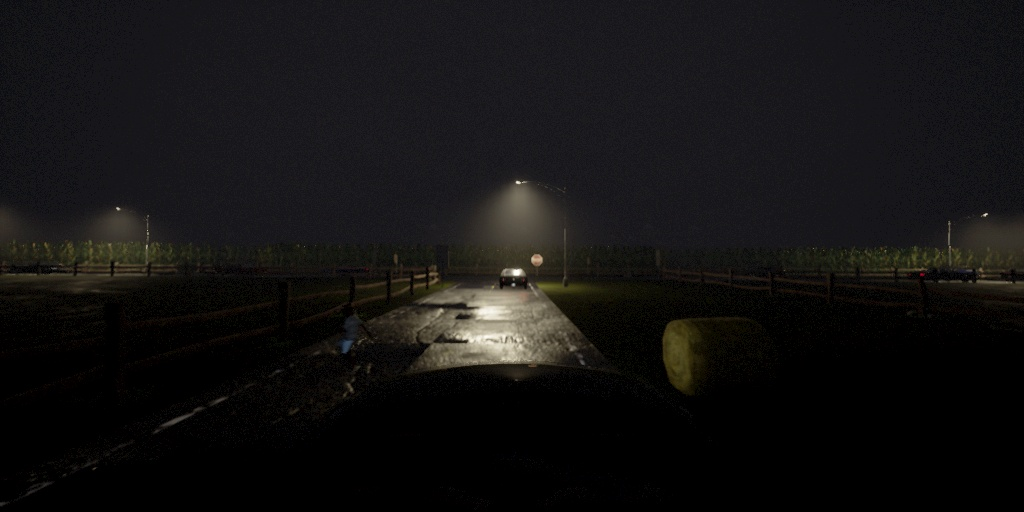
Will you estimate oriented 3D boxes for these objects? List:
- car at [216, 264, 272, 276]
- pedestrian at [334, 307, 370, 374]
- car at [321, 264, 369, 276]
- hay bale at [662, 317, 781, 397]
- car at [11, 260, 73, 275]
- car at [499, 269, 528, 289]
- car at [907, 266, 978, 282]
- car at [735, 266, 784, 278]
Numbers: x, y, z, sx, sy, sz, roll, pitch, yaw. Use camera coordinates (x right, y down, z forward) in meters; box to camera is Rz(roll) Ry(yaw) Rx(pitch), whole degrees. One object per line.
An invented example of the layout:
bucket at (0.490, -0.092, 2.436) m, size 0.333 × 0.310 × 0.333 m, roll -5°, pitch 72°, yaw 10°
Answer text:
car at (-28.316, 1.466, 38.001) m, size 4.718 × 1.301 × 1.895 m, roll 0°, pitch -1°, yaw 0°
pedestrian at (-2.834, 1.086, 6.333) m, size 0.375 × 1.860 × 0.375 m, roll 1°, pitch -2°, yaw -3°
car at (-19.043, 1.603, 40.948) m, size 4.718 × 1.301 × 1.895 m, roll 0°, pitch -1°, yaw 0°
hay bale at (3.127, 1.440, 5.494) m, size 1.220 × 1.180 × 1.240 m, roll 0°, pitch 0°, yaw 0°
car at (-50.026, 1.212, 38.227) m, size 5.008 × 1.535 × 1.882 m, roll 0°, pitch -1°, yaw 1°
car at (0.072, 1.563, 25.084) m, size 1.895 × 1.301 × 4.718 m, roll 0°, pitch -1°, yaw -1°
car at (44.832, 1.983, 37.570) m, size 5.357 × 1.411 × 2.033 m, roll 1°, pitch -1°, yaw 1°
car at (27.943, 1.866, 40.578) m, size 4.892 × 1.490 × 1.837 m, roll 0°, pitch -1°, yaw 0°
